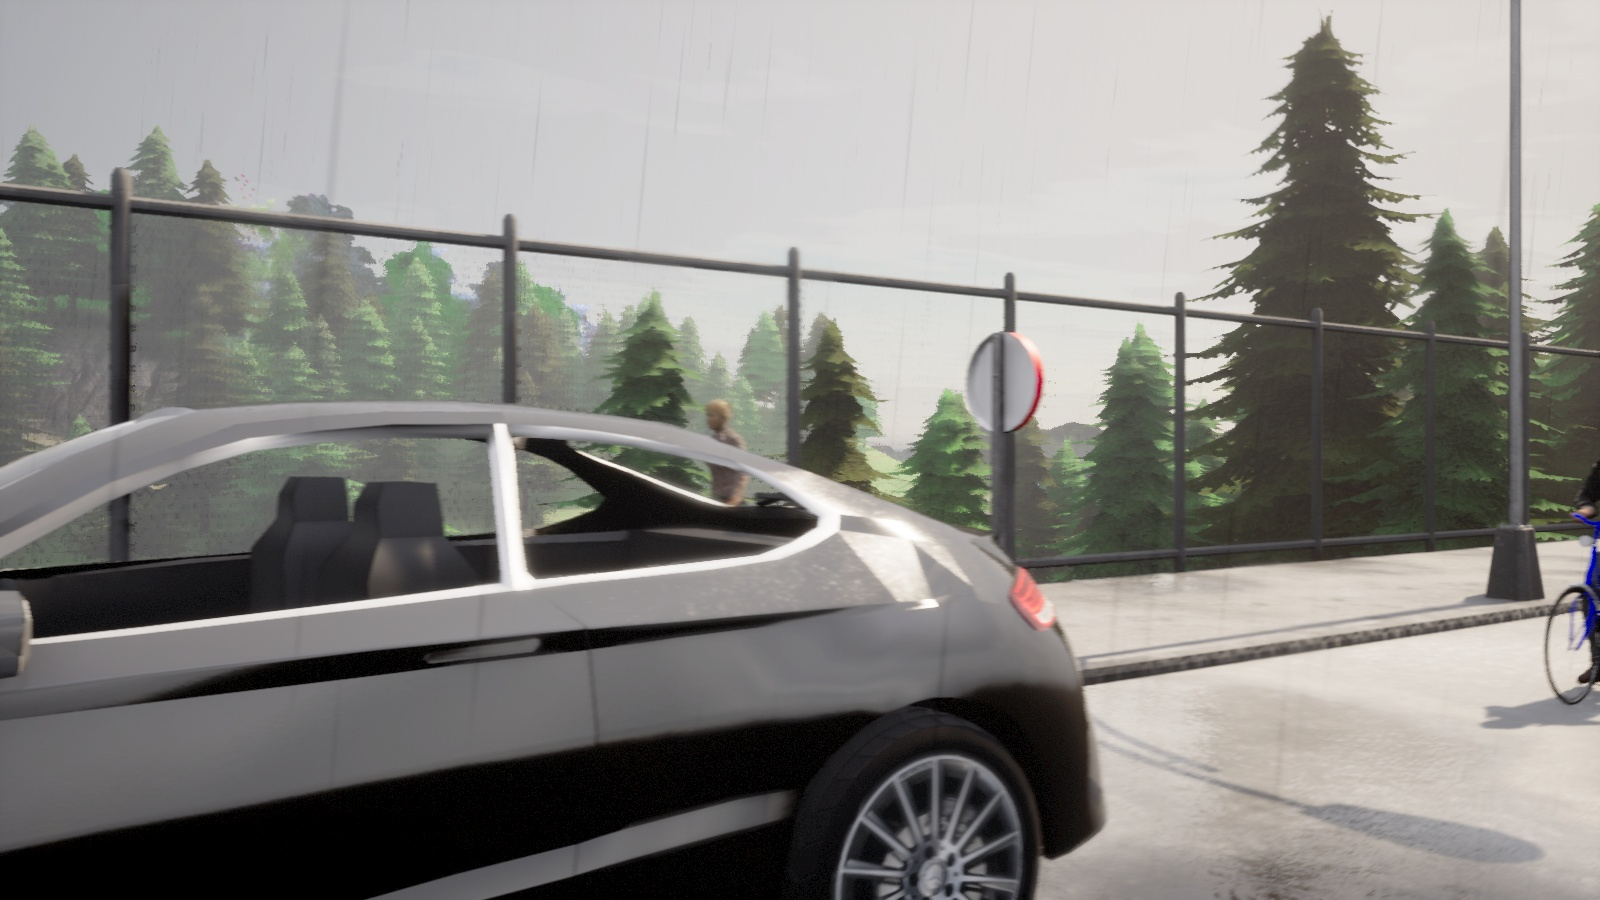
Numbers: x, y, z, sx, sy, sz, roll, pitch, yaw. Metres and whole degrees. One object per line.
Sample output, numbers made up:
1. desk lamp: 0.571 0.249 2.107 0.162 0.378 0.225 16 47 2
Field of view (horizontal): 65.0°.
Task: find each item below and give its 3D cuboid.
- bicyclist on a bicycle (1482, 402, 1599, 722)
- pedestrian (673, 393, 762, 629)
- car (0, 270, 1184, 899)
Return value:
1. bicyclist on a bicycle: 5.017 0.624 7.753 1.843 1.776 0.659 0 0 -35
2. pedestrian: -0.666 0.481 10.140 0.634 1.846 0.331 0 0 -35
3. car: -1.533 0.535 3.200 5.027 1.651 2.152 0 0 -35
